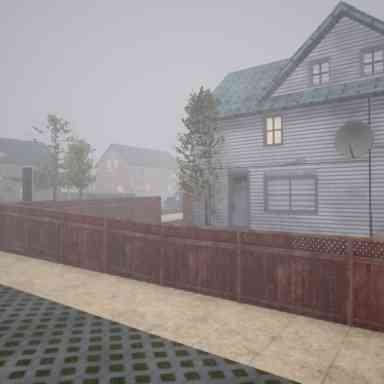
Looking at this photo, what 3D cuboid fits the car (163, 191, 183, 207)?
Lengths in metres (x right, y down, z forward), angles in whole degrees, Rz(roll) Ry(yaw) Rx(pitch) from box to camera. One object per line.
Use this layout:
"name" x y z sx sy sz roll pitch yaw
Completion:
"car" -1.048 0.634 35.887 2.097 1.767 4.553 -1 1 36

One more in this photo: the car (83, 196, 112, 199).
"car" -7.806 1.052 26.483 2.128 1.511 4.902 -1 1 36
